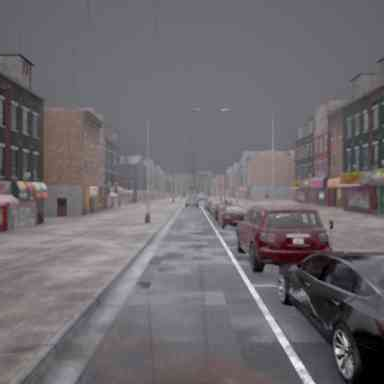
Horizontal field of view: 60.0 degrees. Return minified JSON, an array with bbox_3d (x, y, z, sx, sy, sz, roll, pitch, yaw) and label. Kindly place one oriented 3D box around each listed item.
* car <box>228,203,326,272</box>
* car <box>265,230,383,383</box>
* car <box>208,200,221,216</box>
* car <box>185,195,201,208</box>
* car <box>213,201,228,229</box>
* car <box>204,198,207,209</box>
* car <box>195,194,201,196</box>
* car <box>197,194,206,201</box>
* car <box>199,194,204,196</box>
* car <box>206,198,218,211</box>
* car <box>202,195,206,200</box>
[{"bbox_3d":[2.636,1.302,10.633,2.192,1.841,5.009,0,0,0],"label":"car"},{"bbox_3d":[2.636,1.558,5.166,1.947,1.339,4.313,0,0,0],"label":"car"},{"bbox_3d":[2.637,1.551,27.034,1.947,1.339,4.313,0,0,0],"label":"car"},{"bbox_3d":[0.006,1.578,49.003,1.994,1.385,4.181,0,0,0],"label":"car"},{"bbox_3d":[2.637,1.528,21.568,1.887,1.381,4.507,0,0,0],"label":"car"},{"bbox_3d":[2.638,1.577,37.969,1.802,1.307,4.206,0,0,0],"label":"car"},{"bbox_3d":[0.007,1.588,58.841,2.033,1.411,5.357,0,0,0],"label":"car"},{"bbox_3d":[2.639,1.500,91.648,2.192,1.841,5.009,-1,0,0],"label":"car"},{"bbox_3d":[2.640,1.596,86.245,1.967,1.590,4.097,-1,0,0],"label":"car"},{"bbox_3d":[2.638,1.515,32.671,1.752,1.417,4.829,0,0,0],"label":"car"},{"bbox_3d":[2.638,1.443,43.435,1.967,1.590,4.097,0,0,0],"label":"car"}]
